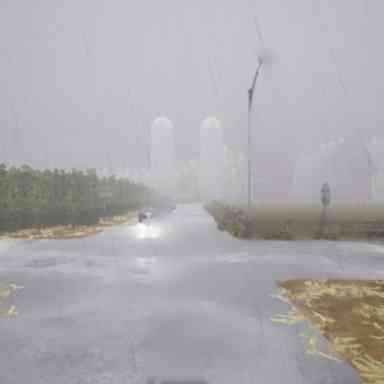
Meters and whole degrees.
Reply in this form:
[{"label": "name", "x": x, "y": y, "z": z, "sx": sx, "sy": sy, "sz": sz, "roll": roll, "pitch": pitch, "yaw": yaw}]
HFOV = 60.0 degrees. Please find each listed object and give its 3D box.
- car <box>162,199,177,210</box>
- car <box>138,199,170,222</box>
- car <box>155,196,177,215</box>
[{"label": "car", "x": -3.249, "y": 1.800, "z": 48.024, "sx": 1.812, "sy": 1.442, "sz": 4.674, "roll": 0, "pitch": 0, "yaw": 0}, {"label": "car", "x": -3.240, "y": 1.606, "z": 27.554, "sx": 2.128, "sy": 1.511, "sz": 4.902, "roll": 0, "pitch": -1, "yaw": 0}, {"label": "car", "x": -3.255, "y": 1.428, "z": 37.612, "sx": 2.150, "sy": 2.045, "sz": 5.566, "roll": 0, "pitch": 0, "yaw": 0}]
